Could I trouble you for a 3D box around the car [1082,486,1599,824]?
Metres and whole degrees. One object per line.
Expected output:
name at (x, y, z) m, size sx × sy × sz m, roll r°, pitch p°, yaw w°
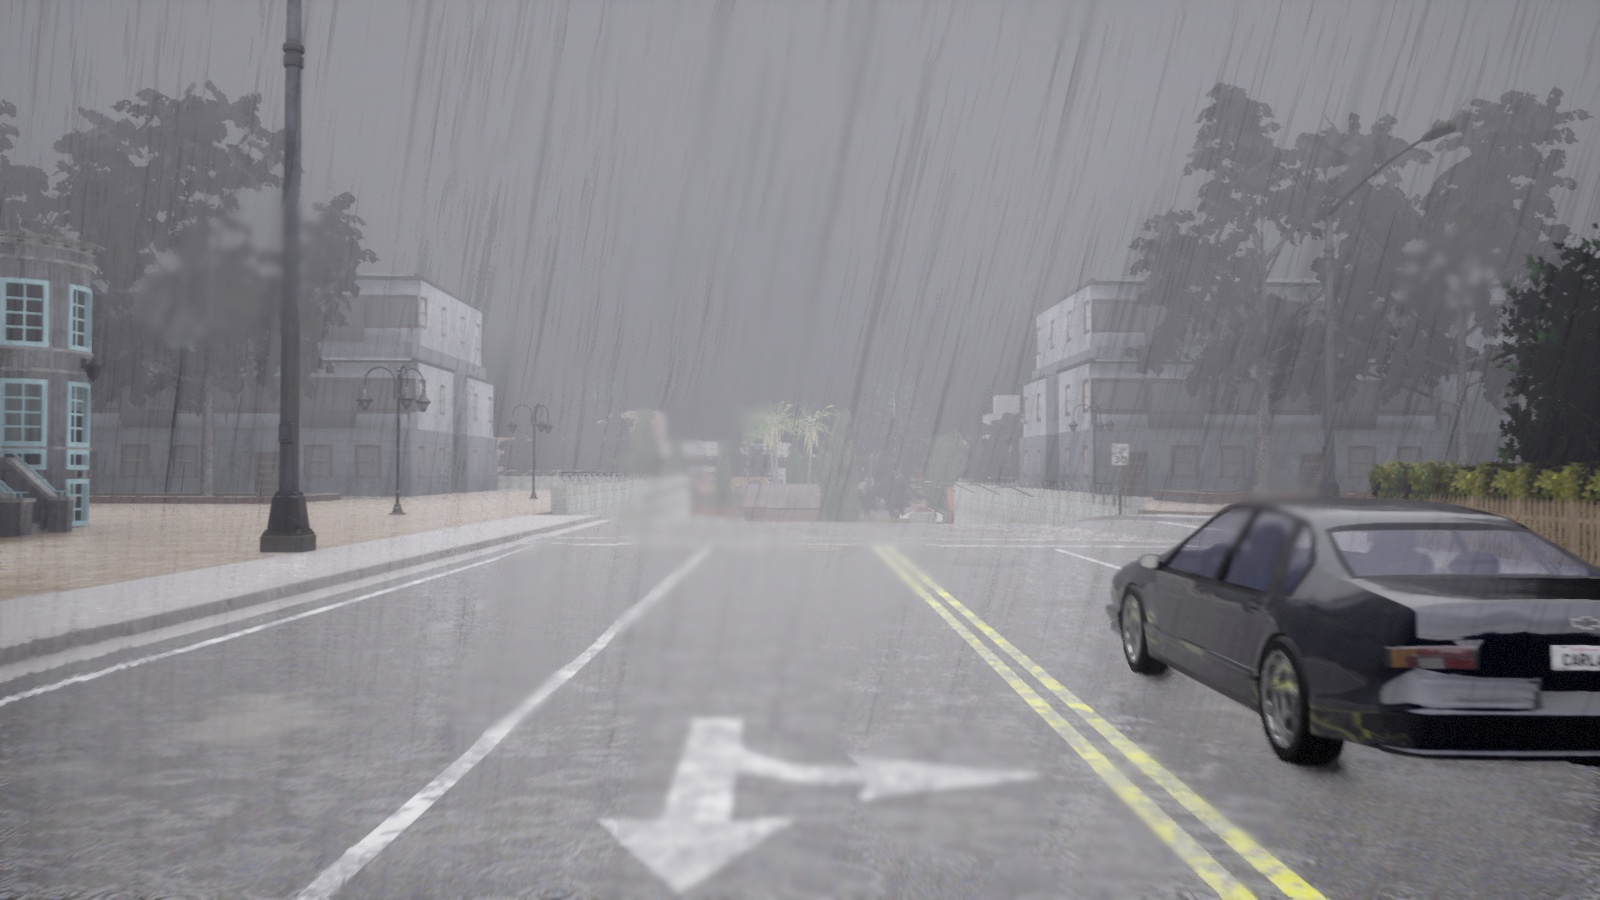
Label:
car at (3.480, 0.985, 8.252) m, size 2.033 × 1.411 × 5.357 m, roll 0°, pitch -1°, yaw 0°
